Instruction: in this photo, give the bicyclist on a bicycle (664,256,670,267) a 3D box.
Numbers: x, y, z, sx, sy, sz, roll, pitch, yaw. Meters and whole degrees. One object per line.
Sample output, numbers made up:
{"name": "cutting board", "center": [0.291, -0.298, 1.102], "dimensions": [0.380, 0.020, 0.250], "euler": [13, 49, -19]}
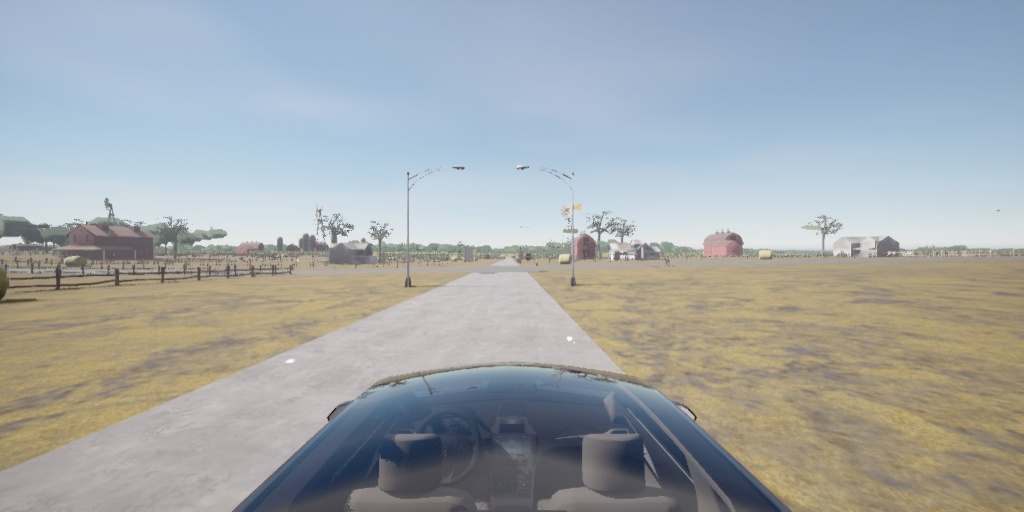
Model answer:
{"name": "bicyclist on a bicycle", "center": [22.847, 0.801, 52.893], "dimensions": [0.582, 1.620, 1.656], "euler": [-1, -1, 0]}
